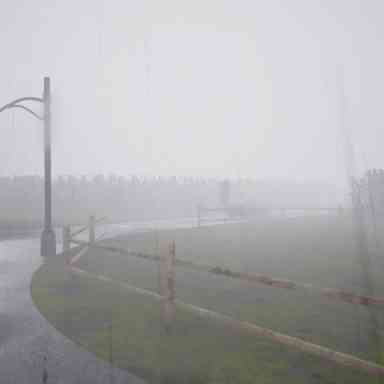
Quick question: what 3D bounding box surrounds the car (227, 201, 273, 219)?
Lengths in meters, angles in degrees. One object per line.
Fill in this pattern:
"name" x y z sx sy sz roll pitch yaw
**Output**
"car" 5.078 1.515 28.592 4.902 1.511 2.128 0 -1 -44
